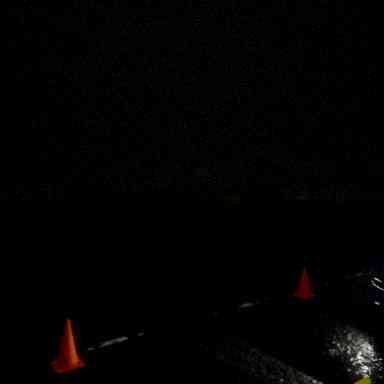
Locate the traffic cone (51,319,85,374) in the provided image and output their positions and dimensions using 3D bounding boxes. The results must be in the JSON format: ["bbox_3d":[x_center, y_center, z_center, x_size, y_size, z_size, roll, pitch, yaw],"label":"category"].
[{"bbox_3d":[-1.619,1.956,4.341,0.340,0.580,0.340,0,0,-35],"label":"traffic cone"}]

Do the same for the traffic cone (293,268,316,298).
[{"bbox_3d":[2.451,1.956,7.244,0.340,0.580,0.340,0,0,-35],"label":"traffic cone"}]

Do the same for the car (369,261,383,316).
[{"bbox_3d":[5.347,1.478,6.409,5.008,1.535,1.882,0,0,-36],"label":"car"}]
